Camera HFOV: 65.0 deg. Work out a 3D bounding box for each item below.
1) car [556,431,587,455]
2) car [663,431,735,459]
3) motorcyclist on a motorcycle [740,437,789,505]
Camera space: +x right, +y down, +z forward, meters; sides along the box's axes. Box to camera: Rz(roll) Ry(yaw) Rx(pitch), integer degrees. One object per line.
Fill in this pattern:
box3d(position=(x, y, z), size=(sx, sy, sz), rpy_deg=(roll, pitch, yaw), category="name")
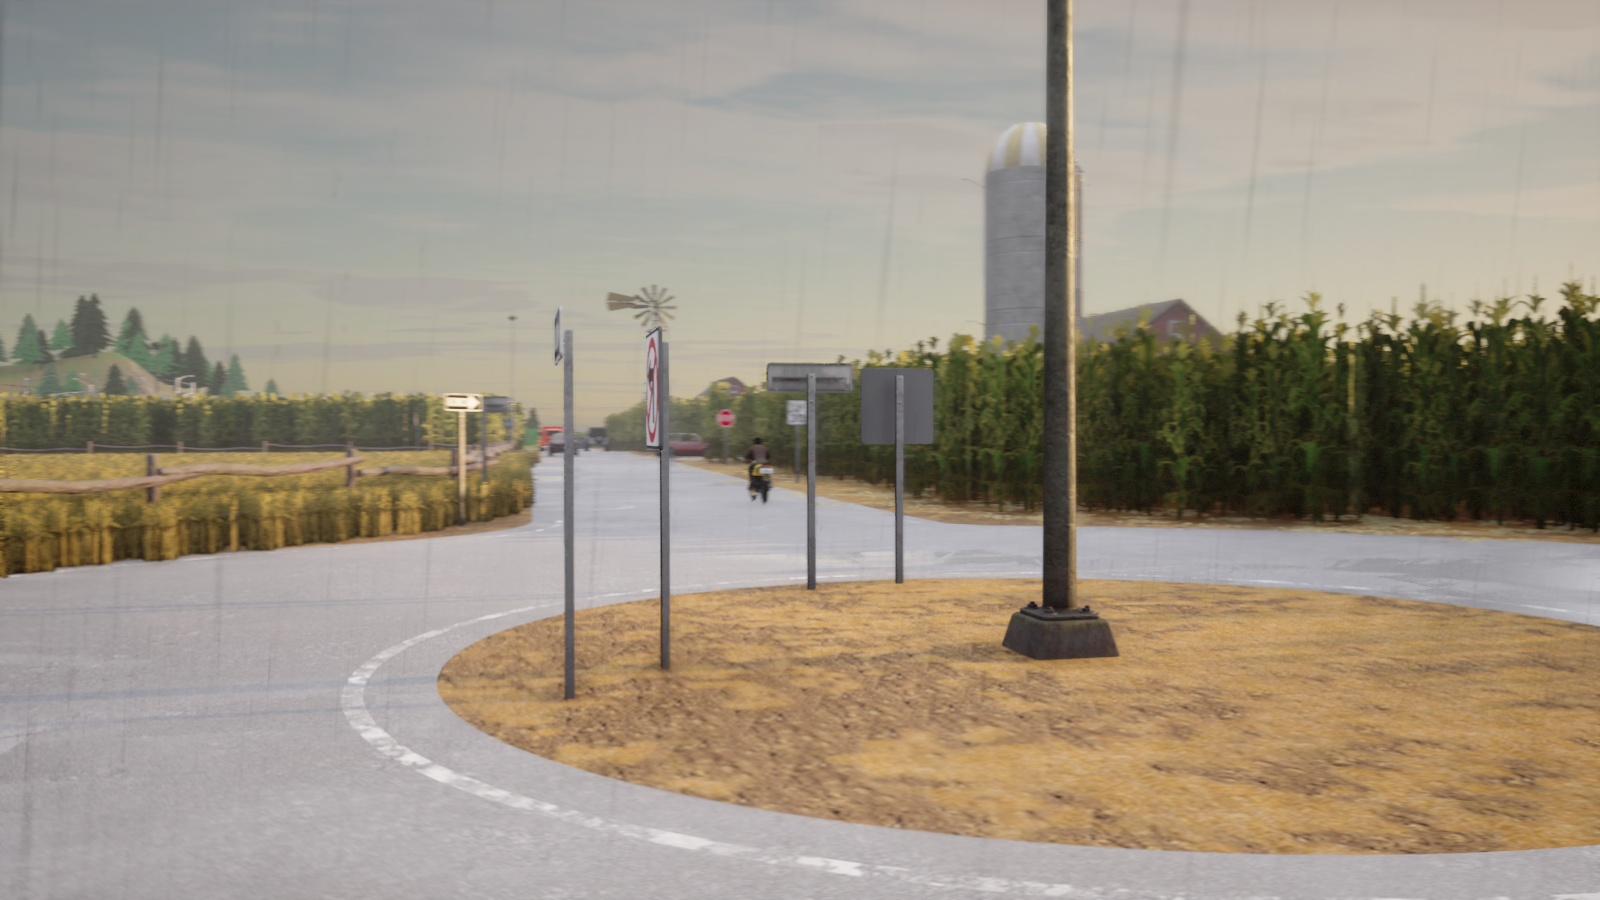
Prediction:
box3d(position=(-15.070, -0.495, 82.747), size=(1.882, 1.535, 5.008), rpy_deg=(0, 1, -12), category="car")
box3d(position=(-5.653, -0.289, 70.203), size=(3.806, 1.475, 1.970), rpy_deg=(0, 1, -12), category="car")
box3d(position=(-0.841, 0.460, 29.085), size=(0.797, 1.523, 2.044), rpy_deg=(0, 1, -12), category="motorcyclist on a motorcycle")
